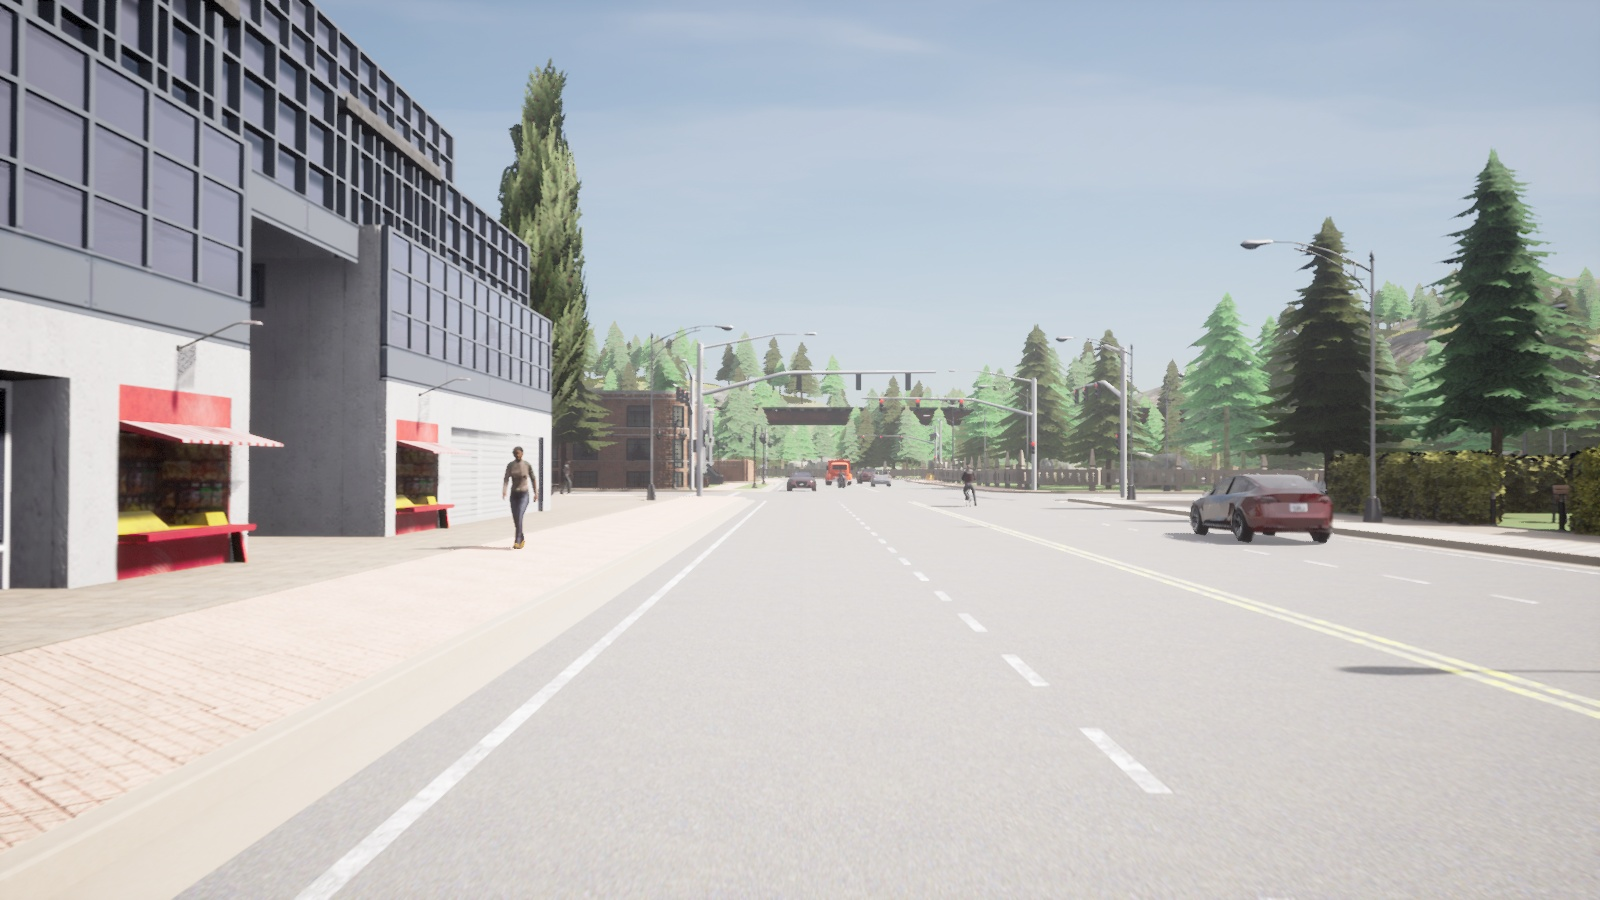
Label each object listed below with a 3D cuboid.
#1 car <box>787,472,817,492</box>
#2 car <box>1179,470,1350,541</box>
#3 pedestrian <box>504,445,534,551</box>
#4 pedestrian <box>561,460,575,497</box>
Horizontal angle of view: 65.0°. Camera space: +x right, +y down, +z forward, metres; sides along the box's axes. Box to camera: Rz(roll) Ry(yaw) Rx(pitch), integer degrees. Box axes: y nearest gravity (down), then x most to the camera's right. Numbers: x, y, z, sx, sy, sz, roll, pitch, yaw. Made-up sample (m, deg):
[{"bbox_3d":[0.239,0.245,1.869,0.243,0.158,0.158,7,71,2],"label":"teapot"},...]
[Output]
[{"bbox_3d":[0.160,2.208,88.029,1.994,1.385,4.181,0,-1,1],"label":"car"},{"bbox_3d":[10.553,1.209,28.978,2.163,1.488,4.792,0,-1,0],"label":"car"},{"bbox_3d":[-4.846,0.818,21.702,0.328,1.805,0.869,0,-1,0],"label":"pedestrian"},{"bbox_3d":[-12.173,1.516,65.852,0.666,1.930,0.402,0,-1,-7],"label":"pedestrian"}]
